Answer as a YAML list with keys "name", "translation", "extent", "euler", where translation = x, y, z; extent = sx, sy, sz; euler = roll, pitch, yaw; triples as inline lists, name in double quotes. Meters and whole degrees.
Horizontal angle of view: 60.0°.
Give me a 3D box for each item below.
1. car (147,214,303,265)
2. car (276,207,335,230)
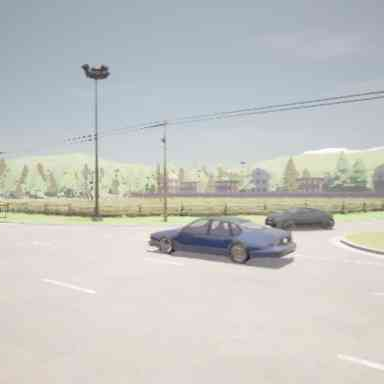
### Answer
- name: "car"
  translation: [0.888, 1.596, 11.956]
  extent: [5.357, 1.411, 2.033]
  euler: [-1, 0, 35]
- name: "car"
  translation: [6.597, 1.615, 20.548]
  extent: [4.181, 1.385, 1.994]
  euler: [0, 0, -14]
